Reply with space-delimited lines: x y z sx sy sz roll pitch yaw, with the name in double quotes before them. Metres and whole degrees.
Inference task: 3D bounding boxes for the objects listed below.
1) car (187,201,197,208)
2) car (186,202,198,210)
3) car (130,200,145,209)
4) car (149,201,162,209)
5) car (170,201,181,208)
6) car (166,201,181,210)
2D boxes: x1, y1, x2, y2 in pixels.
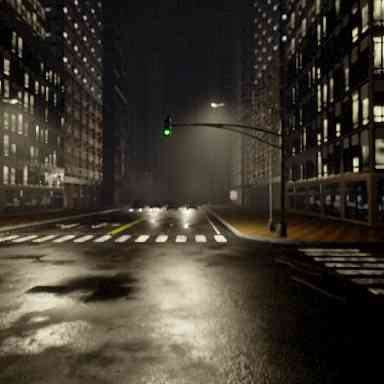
"car" 0.010 2.538 66.142 1.895 1.301 4.718 0 -1 0
"car" 0.008 2.316 55.696 2.033 1.411 5.357 0 -1 0
"car" -9.741 2.186 59.898 2.097 1.767 4.553 0 -1 0
"car" -6.491 2.398 59.865 1.994 1.385 4.181 0 -1 0
"car" -3.240 2.492 65.697 1.994 1.385 4.181 0 -1 0
"car" -3.242 2.310 55.280 2.033 1.411 5.357 0 -1 0
